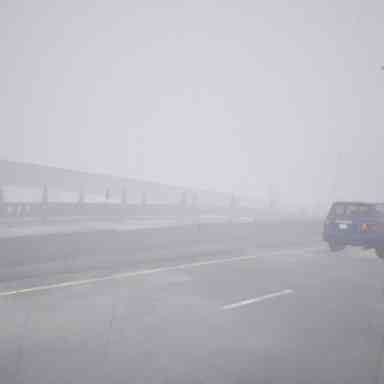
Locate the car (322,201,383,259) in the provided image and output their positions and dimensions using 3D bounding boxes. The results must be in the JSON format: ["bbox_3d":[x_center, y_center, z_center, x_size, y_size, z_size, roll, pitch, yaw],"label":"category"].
[{"bbox_3d":[7.593,1.412,13.468,5.566,2.045,2.150,2,-1,-35],"label":"car"}]
